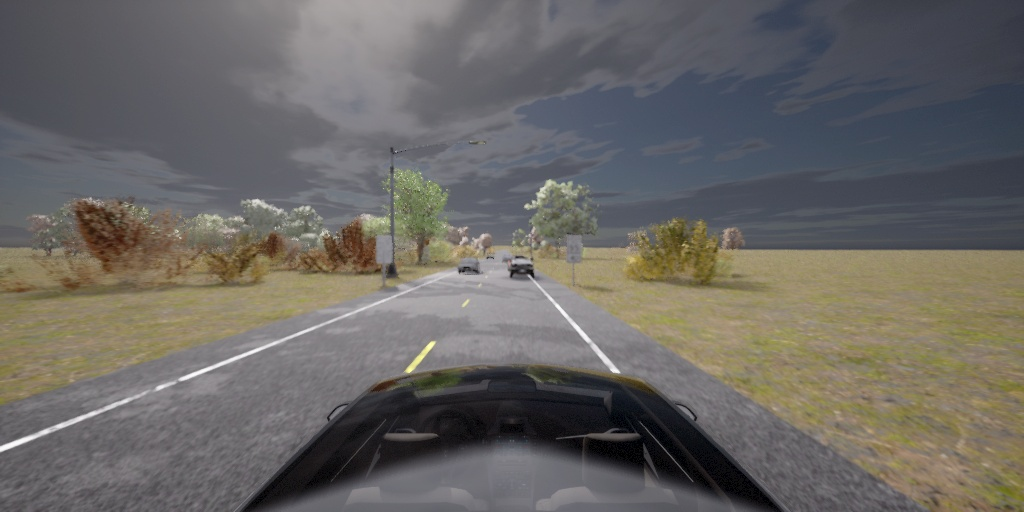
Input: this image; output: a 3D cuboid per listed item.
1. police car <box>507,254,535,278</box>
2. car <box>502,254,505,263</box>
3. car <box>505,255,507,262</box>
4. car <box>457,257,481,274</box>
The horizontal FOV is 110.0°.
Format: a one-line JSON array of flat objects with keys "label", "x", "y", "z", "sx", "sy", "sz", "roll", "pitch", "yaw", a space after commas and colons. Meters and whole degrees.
[{"label": "police car", "x": 0.745, "y": 0.858, "z": 29.244, "sx": 1.930, "sy": 1.638, "sz": 5.238, "roll": 0, "pitch": 1, "yaw": -1}, {"label": "car", "x": -0.861, "y": 0.543, "z": 64.969, "sx": 2.033, "sy": 1.411, "sz": 5.357, "roll": 0, "pitch": 1, "yaw": -1}, {"label": "car", "x": 0.586, "y": 0.666, "z": 39.102, "sx": 2.097, "sy": 1.767, "sz": 4.553, "roll": 0, "pitch": 1, "yaw": -1}, {"label": "car", "x": -3.953, "y": 0.896, "z": 33.646, "sx": 1.837, "sy": 1.490, "sz": 4.892, "roll": 0, "pitch": 0, "yaw": -1}]
